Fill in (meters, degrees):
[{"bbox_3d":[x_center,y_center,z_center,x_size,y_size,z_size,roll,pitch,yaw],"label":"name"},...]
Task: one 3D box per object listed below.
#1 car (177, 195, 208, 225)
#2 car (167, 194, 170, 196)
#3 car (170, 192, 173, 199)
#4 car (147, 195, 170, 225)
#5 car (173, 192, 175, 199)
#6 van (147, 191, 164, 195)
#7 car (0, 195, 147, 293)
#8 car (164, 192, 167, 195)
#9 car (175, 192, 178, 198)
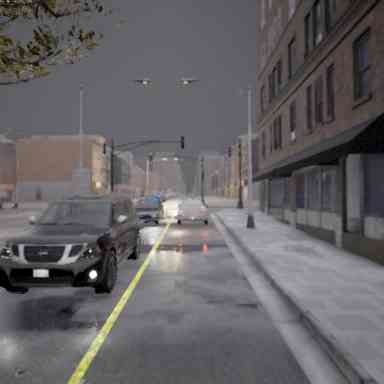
[{"bbox_3d":[0.044,1.171,20.947,1.812,1.442,4.674,0,2,0],"label":"car"},{"bbox_3d":[-5.420,0.745,55.735,2.192,1.841,5.009,2,0,0],"label":"car"},{"bbox_3d":[-5.455,0.980,66.315,1.887,1.381,4.507,2,0,0],"label":"car"},{"bbox_3d":[-2.776,1.187,21.139,2.033,1.411,5.357,0,2,0],"label":"car"},{"bbox_3d":[-5.486,1.038,76.896,1.802,1.307,4.206,2,0,0],"label":"car"},{"bbox_3d":[-5.398,0.774,47.430,1.690,1.788,3.998,2,0,0],"label":"van"},{"bbox_3d":[-2.785,1.120,8.942,2.150,2.045,5.566,0,1,1],"label":"car"},{"bbox_3d":[-5.413,0.982,50.750,2.008,1.369,4.403,2,0,0],"label":"car"},{"bbox_3d":[-5.514,1.036,87.477,1.887,1.381,4.507,1,0,0],"label":"car"}]
